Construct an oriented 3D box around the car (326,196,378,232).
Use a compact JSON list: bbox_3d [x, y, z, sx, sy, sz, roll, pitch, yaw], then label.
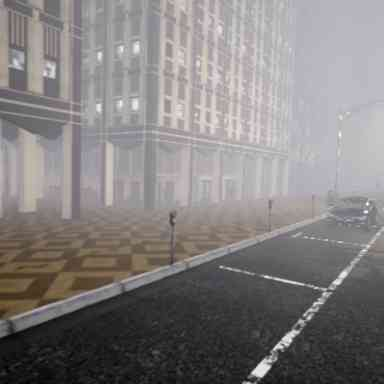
[{"bbox_3d":[7.555,0.910,15.500,2.008,1.369,4.403,4,4,35],"label":"car"}]
